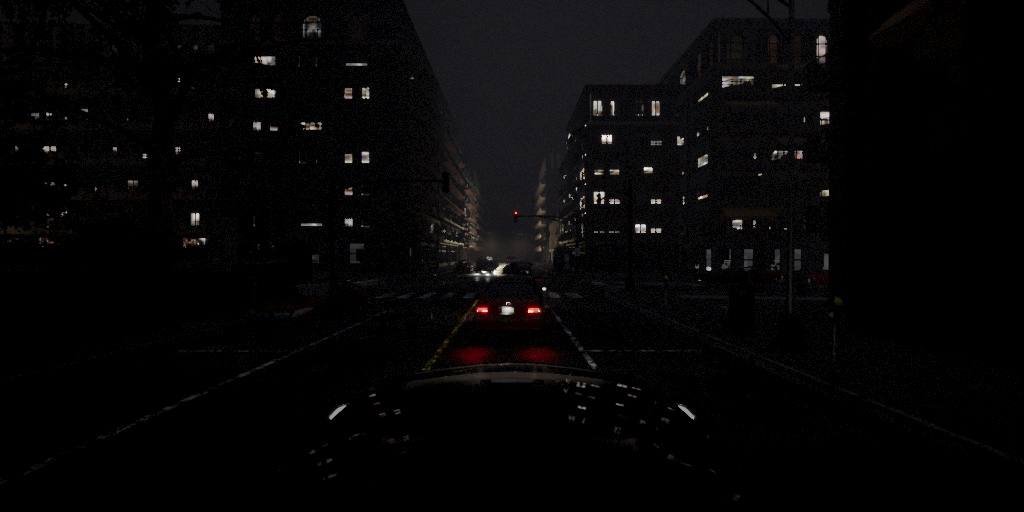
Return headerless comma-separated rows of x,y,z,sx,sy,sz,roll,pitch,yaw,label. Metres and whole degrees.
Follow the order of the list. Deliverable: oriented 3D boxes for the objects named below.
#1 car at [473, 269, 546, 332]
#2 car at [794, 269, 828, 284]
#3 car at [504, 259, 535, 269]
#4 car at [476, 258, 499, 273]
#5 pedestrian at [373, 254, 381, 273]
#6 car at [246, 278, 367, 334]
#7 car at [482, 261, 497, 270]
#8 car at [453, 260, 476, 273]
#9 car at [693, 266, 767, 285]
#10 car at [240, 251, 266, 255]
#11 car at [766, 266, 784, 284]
0.050,1.297,10.789,2.033,1.411,5.357,0,0,3,car
26.960,1.813,31.595,4.207,1.307,1.802,0,0,-1,car
0.589,1.274,34.870,1.812,1.442,4.674,-1,0,-21,car
-3.200,1.296,43.263,2.033,1.411,5.357,0,0,4,car
-12.814,0.652,33.955,0.375,1.860,0.375,0,-1,-1,pedestrian
-5.715,1.331,10.574,1.802,1.307,4.207,0,0,0,car
-3.242,1.349,53.213,1.895,1.301,4.718,0,0,0,car
-5.819,1.188,42.985,1.967,1.591,4.097,0,0,0,car
17.298,1.675,28.885,4.718,1.301,1.895,1,0,-1,car
-17.611,0.694,25.146,5.566,2.045,2.150,1,0,-1,car
21.287,1.571,31.508,4.097,1.591,1.967,0,0,-1,car
